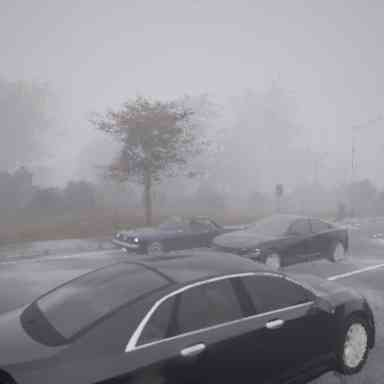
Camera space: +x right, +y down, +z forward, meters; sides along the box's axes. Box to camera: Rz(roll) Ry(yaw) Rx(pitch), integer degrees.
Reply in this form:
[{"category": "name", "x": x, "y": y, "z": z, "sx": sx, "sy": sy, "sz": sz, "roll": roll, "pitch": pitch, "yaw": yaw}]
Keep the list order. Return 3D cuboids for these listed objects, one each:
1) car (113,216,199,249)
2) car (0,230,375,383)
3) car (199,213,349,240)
[{"category": "car", "x": -0.418, "y": 1.589, "z": 12.288, "sx": 4.718, "sy": 1.301, "sz": 1.895, "roll": 0, "pitch": 0, "yaw": -35}, {"category": "car", "x": 0.274, "y": 1.498, "z": 3.940, "sx": 4.892, "sy": 1.490, "sz": 1.837, "roll": 0, "pitch": 0, "yaw": -35}, {"category": "car", "x": 2.868, "y": 1.463, "z": 10.333, "sx": 5.008, "sy": 1.535, "sz": 1.882, "roll": 0, "pitch": 0, "yaw": -35}]
